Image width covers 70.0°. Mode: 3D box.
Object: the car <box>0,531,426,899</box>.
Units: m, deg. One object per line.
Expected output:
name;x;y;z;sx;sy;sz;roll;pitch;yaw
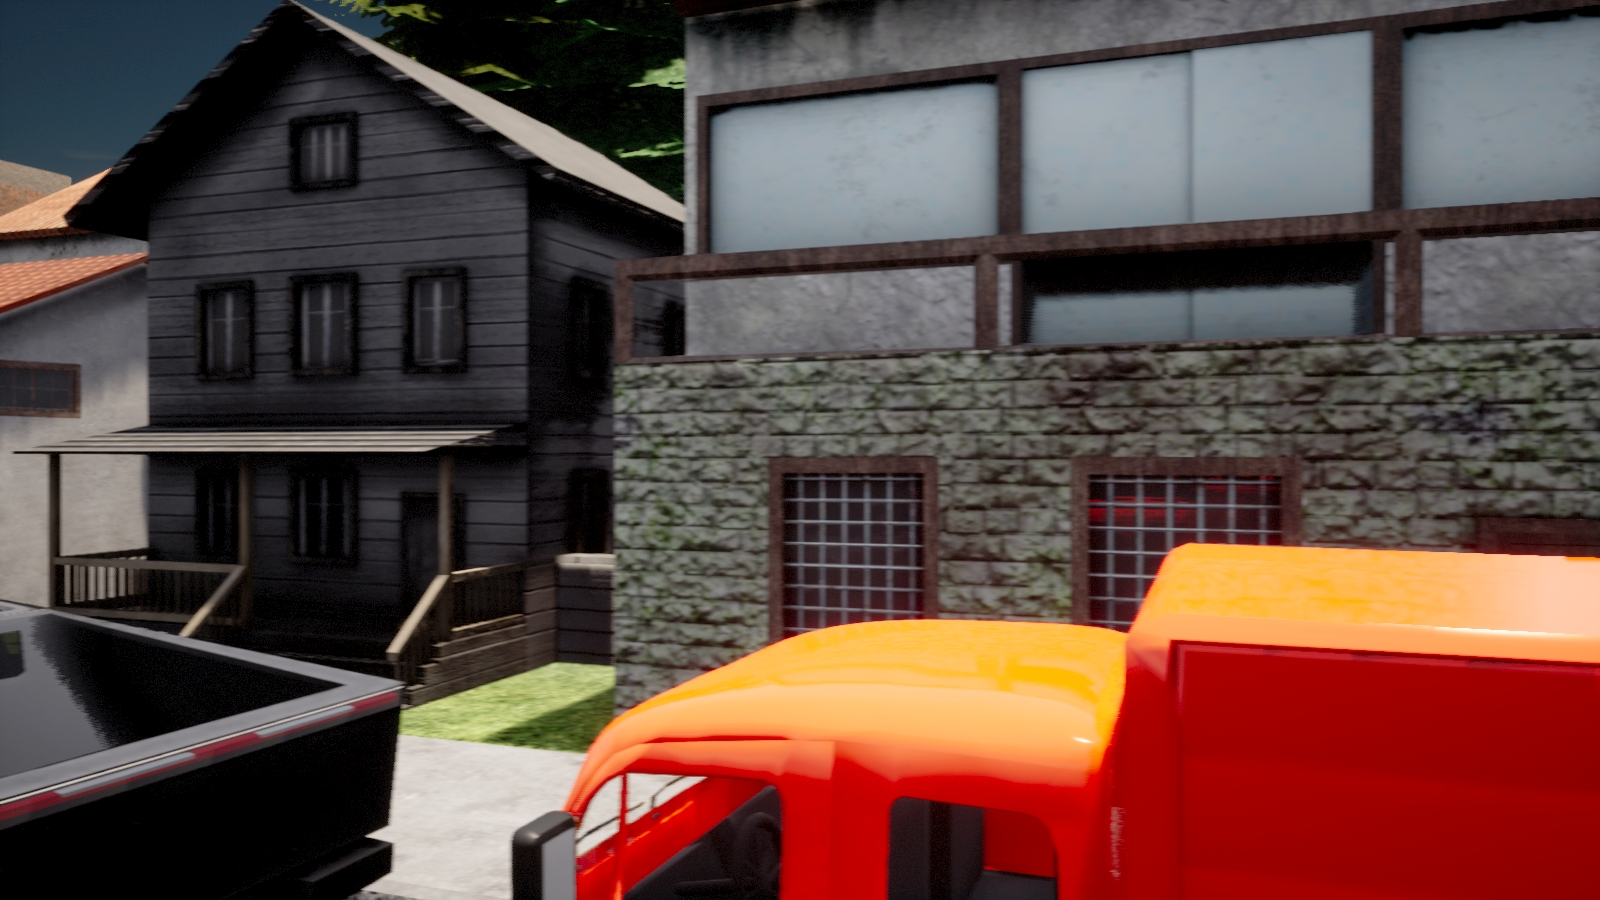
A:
car;-5.242;1.534;5.719;6.274;2.098;2.390;0;0;20

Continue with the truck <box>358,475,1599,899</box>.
truck;1.800;1.348;3.169;5.204;2.467;2.627;0;0;20
